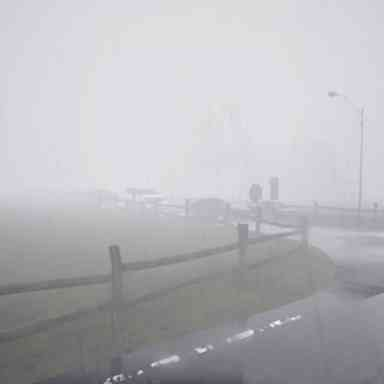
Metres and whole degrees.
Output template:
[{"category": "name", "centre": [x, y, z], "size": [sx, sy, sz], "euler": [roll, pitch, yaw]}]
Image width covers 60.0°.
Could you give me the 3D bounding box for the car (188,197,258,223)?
[{"category": "car", "centre": [1.651, 1.088, 21.767], "size": [1.882, 1.535, 5.008], "euler": [1, 1, -35]}]

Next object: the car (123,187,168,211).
[{"category": "car", "centre": [-4.375, 0.588, 30.337], "size": [2.150, 2.045, 5.566], "euler": [1, 1, -35]}]

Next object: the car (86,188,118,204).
[{"category": "car", "centre": [-10.315, 0.481, 38.791], "size": [2.097, 1.767, 4.553], "euler": [1, 1, -35]}]

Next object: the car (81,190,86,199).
[{"category": "car", "centre": [-15.707, 0.332, 51.548], "size": [1.882, 1.535, 5.008], "euler": [1, 1, -35]}]

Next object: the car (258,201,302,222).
[{"category": "car", "centre": [4.858, 1.275, 22.416], "size": [1.895, 1.301, 4.718], "euler": [1, 1, -35]}]
